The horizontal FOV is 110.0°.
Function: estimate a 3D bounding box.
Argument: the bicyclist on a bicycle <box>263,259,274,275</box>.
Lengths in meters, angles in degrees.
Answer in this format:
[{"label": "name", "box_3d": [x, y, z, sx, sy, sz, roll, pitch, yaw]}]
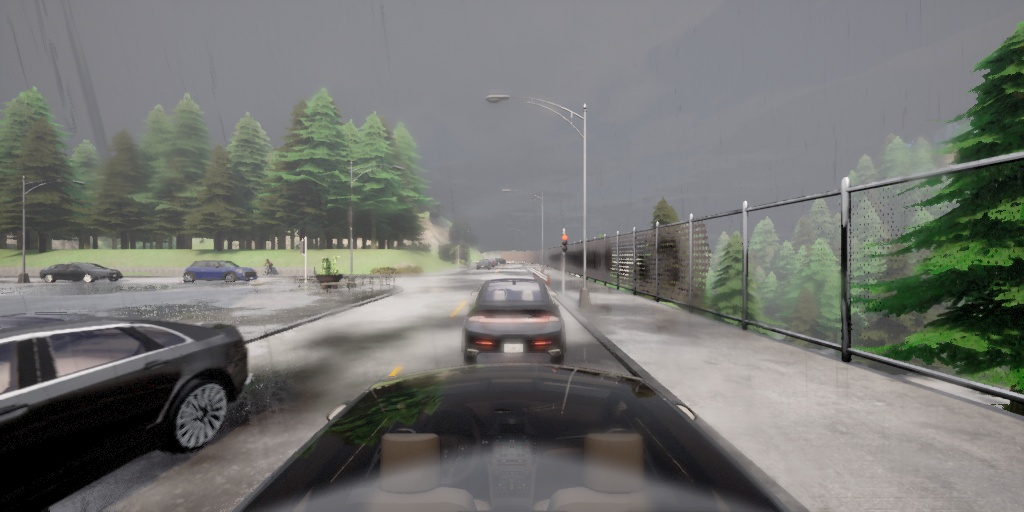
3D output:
[{"label": "bicyclist on a bicycle", "box_3d": [-24.148, 1.099, 35.566, 0.582, 1.620, 1.656, 0, 0, 0]}]

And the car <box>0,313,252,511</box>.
[{"label": "car", "box_3d": [-4.099, 1.241, 2.323, 2.128, 1.511, 4.902, 0, 0, 0]}]

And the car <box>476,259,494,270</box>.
[{"label": "car", "box_3d": [-4.084, 1.255, 52.501, 1.837, 1.490, 4.892, 0, 0, 0]}]

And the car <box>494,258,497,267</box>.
[{"label": "car", "box_3d": [-4.053, 1.228, 62.682, 1.882, 1.535, 5.008, 0, 0, 0]}]

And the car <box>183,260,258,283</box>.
[{"label": "car", "box_3d": [-21.979, 1.101, 27.166, 4.553, 1.767, 2.097, 0, 0, 0]}]

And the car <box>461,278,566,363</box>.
[{"label": "car", "box_3d": [0.048, 1.241, 8.081, 2.128, 1.511, 4.902, 0, 0, 1]}]

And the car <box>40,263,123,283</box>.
[{"label": "car", "box_3d": [-32.559, 1.255, 27.177, 4.892, 1.490, 1.837, 0, 0, 0]}]
